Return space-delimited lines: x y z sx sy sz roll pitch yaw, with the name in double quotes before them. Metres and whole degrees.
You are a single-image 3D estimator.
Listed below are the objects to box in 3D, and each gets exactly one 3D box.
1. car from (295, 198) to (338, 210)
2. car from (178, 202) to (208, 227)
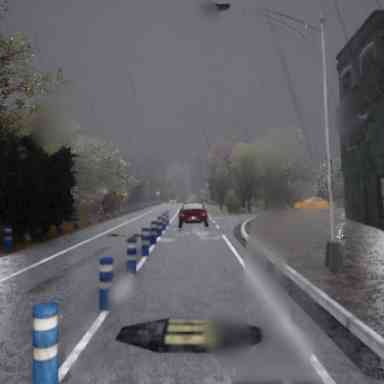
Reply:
"car" 13.413 1.373 35.833 5.008 1.535 1.882 0 -6 -23
"car" 0.079 1.459 23.040 1.882 1.535 5.008 -2 0 0
